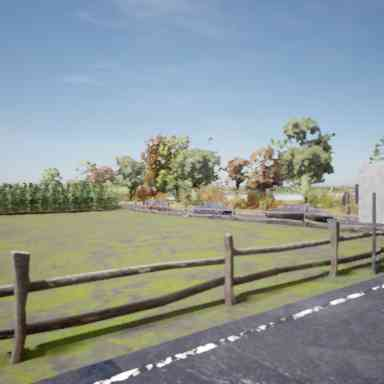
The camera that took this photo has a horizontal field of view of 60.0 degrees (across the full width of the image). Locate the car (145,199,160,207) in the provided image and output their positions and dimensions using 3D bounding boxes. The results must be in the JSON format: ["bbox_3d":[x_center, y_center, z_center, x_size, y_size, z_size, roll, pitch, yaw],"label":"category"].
[{"bbox_3d":[-7.731,2.124,64.684,2.128,1.511,4.902,-1,0,-16],"label":"car"}]

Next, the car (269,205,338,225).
[{"bbox_3d":[8.525,1.699,26.103,2.033,1.411,5.357,-1,0,-35],"label":"car"}]

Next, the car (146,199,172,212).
[{"bbox_3d":[-4.494,1.826,46.421,2.097,1.767,4.553,-1,-1,-26],"label":"car"}]

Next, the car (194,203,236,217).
[{"bbox_3d":[2.294,1.850,35.096,2.033,1.411,5.357,-1,0,-35],"label":"car"}]

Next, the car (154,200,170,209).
[{"bbox_3d":[-5.077,2.060,55.405,1.812,1.442,4.674,-1,0,-17],"label":"car"}]
